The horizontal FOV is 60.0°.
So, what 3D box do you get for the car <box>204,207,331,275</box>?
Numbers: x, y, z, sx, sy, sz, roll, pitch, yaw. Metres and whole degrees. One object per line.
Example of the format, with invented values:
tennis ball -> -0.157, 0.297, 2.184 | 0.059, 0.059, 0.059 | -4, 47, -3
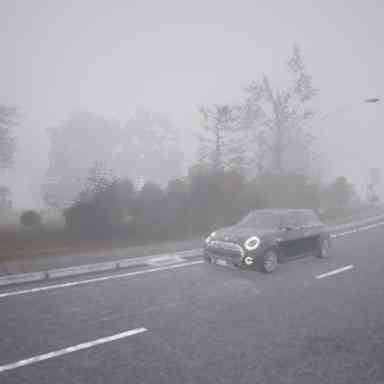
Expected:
car -> 2.519, 1.360, 10.702 | 4.553, 1.767, 2.097 | 0, 0, -41
